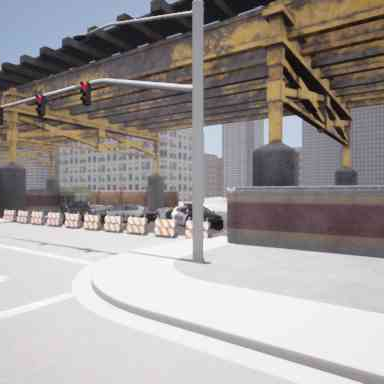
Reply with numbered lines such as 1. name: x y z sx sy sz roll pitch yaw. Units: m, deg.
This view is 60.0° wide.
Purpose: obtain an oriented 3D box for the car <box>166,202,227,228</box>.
1. car: 0.109 1.298 20.094 1.853 1.218 4.536 0 0 -26

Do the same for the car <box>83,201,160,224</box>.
1. car: -4.641 1.299 22.528 4.536 1.218 1.853 0 0 -1

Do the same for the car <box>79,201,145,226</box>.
1. car: -4.693 1.457 22.527 4.974 1.542 2.038 0 0 -1

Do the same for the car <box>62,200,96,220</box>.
1. car: -8.457 1.300 25.249 1.853 1.218 4.536 0 0 -11

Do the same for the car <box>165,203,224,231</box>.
1. car: 0.132 1.456 20.048 2.038 1.542 4.974 0 0 -26

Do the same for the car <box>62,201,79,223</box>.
1. car: -8.447 1.458 25.198 2.038 1.542 4.974 0 0 -11
